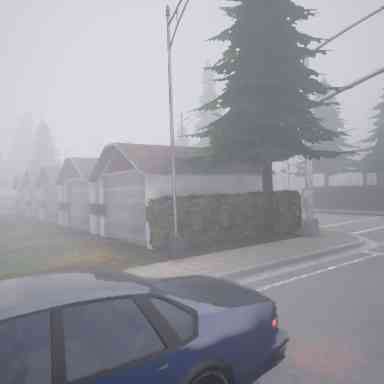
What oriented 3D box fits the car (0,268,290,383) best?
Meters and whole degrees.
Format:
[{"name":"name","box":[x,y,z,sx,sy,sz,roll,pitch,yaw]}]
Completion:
[{"name":"car","box":[-1.477,1.531,2.921,5.357,1.411,2.033,-2,1,-35]}]
